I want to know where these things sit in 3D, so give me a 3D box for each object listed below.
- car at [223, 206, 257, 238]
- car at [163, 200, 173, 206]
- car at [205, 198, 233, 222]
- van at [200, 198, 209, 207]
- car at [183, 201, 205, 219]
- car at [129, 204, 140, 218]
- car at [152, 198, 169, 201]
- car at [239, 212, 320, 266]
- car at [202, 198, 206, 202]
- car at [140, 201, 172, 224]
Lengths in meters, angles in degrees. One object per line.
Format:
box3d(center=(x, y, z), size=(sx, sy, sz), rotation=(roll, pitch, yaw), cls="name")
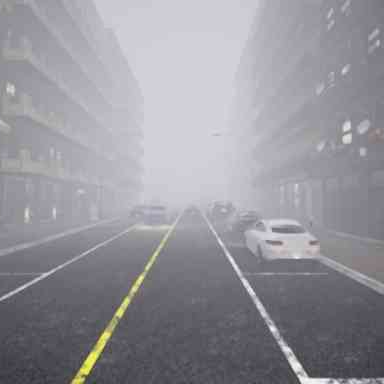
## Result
box3d(center=(3.020, 1.721, 18.897), size=(1.812, 1.442, 4.674), rotation=(0, -1, 0), cls="car")
box3d(center=(-5.314, 2.441, 73.280), size=(1.802, 1.307, 4.206), rotation=(1, -1, 0), cls="car")
box3d(center=(2.549, 1.619, 28.982), size=(2.192, 1.841, 5.009), rotation=(1, -1, 0), cls="car")
box3d(center=(2.539, 2.123, 67.700), size=(1.690, 1.788, 3.998), rotation=(1, -1, 0), cls="van")
box3d(center=(0.056, 1.878, 33.219), size=(1.812, 1.442, 4.674), rotation=(0, -1, 0), cls="car")
box3d(center=(-5.304, 1.934, 34.569), size=(1.947, 1.339, 4.313), rotation=(1, -1, 0), cls="car")
box3d(center=(-5.302, 1.882, 51.160), size=(2.192, 1.841, 5.009), rotation=(1, -1, 0), cls="car")
box3d(center=(3.021, 1.647, 11.895), size=(1.812, 1.442, 4.674), rotation=(0, -1, 0), cls="car")
box3d(center=(2.543, 1.871, 40.044), size=(1.967, 1.590, 4.097), rotation=(1, -1, 0), cls="car")
box3d(center=(-2.855, 1.769, 27.788), size=(1.882, 1.535, 5.008), rotation=(0, -1, 0), cls="car")
